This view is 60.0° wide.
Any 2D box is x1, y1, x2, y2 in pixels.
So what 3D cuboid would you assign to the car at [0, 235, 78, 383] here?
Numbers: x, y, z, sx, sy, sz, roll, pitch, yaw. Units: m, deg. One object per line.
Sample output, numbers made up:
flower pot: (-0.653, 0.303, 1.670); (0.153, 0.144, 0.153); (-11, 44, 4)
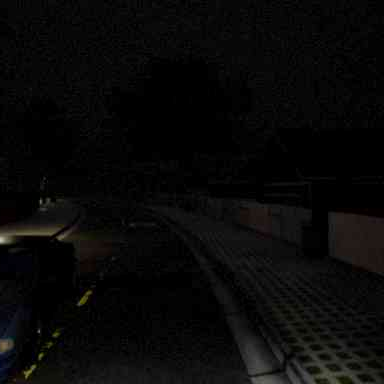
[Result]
car: (-3.245, 1.532, 5.858); (2.033, 1.411, 5.357); (0, 0, -11)
